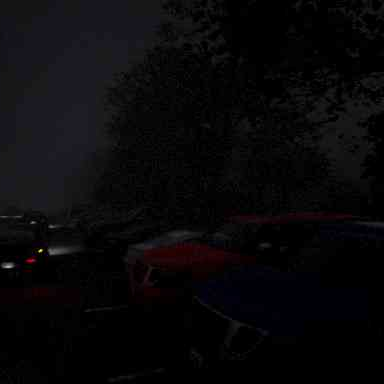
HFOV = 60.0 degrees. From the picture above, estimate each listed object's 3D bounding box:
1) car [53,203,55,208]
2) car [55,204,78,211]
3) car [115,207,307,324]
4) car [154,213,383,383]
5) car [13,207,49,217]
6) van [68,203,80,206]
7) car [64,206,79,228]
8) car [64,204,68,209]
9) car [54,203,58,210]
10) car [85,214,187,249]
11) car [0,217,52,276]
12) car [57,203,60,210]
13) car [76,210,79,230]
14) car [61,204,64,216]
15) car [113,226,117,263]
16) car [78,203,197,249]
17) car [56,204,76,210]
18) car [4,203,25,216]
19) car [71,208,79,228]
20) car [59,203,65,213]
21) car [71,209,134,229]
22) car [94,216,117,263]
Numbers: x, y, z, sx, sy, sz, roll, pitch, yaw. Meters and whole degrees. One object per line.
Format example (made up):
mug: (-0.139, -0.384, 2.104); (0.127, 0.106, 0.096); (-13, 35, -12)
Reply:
car: (-28.786, 3.607, 76.776); (5.008, 1.535, 2.097); (2, -2, -23)
car: (-30.097, 3.706, 79.774); (4.892, 1.521, 2.231); (2, -2, -23)
car: (1.512, 1.453, 6.901); (5.566, 2.045, 2.435); (2, -2, -23)
car: (2.575, 1.407, 4.461); (5.566, 2.045, 2.435); (2, -2, -23)
car: (-11.368, 2.057, 23.912); (1.994, 1.385, 4.181); (2, -2, -23)
van: (-9.467, 2.034, 32.492); (4.442, 1.987, 1.878); (2, -2, -23)
car: (-6.416, 2.078, 24.703); (5.366, 1.575, 1.946); (2, -2, -23)
car: (-10.711, 2.190, 34.980); (4.553, 1.767, 2.185); (2, -2, -23)
car: (-27.542, 3.552, 73.883); (4.674, 1.452, 2.002); (2, -2, -23)
car: (-2.885, 1.945, 17.127); (4.792, 1.488, 2.163); (2, -2, -23)
car: (-5.565, 1.725, 10.594); (1.812, 1.442, 4.674); (2, -2, -23)
car: (-16.226, 2.659, 47.758); (5.008, 1.535, 2.097); (2, -2, -23)
car: (-4.050, 2.001, 19.657); (4.792, 1.488, 2.163); (2, -2, -23)
car: (-12.899, 2.484, 40.095); (4.674, 1.452, 2.002); (2, -2, -23)
car: (0.371, 1.797, 9.569); (4.674, 1.452, 2.002); (2, -2, -23)
car: (-1.821, 1.608, 14.561); (5.566, 2.045, 2.435); (2, -2, -23)
car: (-31.397, 3.844, 82.778); (4.674, 1.452, 2.002); (2, -2, -23)
car: (-24.226, 2.478, 45.161); (1.837, 1.490, 4.892); (2, -3, -23)
car: (-5.139, 2.029, 22.220); (5.008, 1.535, 2.097); (2, -2, -23)
car: (-14.003, 2.512, 42.654); (5.008, 1.535, 2.097); (2, -2, -23)
car: (-7.360, 2.183, 27.328); (4.674, 1.452, 2.002); (2, -2, -23)
car: (-0.693, 1.807, 12.008); (5.008, 1.535, 2.097); (2, -2, -23)
